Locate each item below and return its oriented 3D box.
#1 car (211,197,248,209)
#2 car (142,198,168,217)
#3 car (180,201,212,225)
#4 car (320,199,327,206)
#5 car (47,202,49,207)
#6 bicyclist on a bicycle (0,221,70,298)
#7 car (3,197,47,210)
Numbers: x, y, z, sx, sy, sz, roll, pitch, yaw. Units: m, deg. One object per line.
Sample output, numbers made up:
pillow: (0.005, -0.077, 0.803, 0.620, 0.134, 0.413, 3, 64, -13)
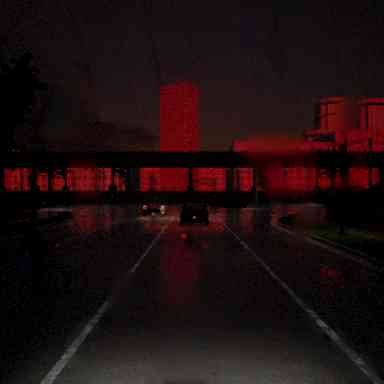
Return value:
car: (4.868, 1.483, 43.844, 4.892, 1.490, 1.837, 0, 0, 2)
car: (-3.397, 1.357, 31.267, 2.097, 1.767, 4.553, 0, 0, -1)
car: (0.169, 1.478, 23.803, 1.882, 1.535, 5.008, 0, 0, 0)
car: (22.094, 1.386, 50.527, 4.892, 1.490, 1.837, -1, 0, 2)
car: (-21.776, 1.478, 44.647, 5.008, 1.535, 1.882, 0, 0, 2)
bicyclist on a bicycle: (-3.457, 1.454, 7.156, 1.656, 1.620, 0.582, -1, 0, 0)
car: (-21.068, 1.601, 41.122, 4.718, 1.301, 1.895, 0, 0, 2)
